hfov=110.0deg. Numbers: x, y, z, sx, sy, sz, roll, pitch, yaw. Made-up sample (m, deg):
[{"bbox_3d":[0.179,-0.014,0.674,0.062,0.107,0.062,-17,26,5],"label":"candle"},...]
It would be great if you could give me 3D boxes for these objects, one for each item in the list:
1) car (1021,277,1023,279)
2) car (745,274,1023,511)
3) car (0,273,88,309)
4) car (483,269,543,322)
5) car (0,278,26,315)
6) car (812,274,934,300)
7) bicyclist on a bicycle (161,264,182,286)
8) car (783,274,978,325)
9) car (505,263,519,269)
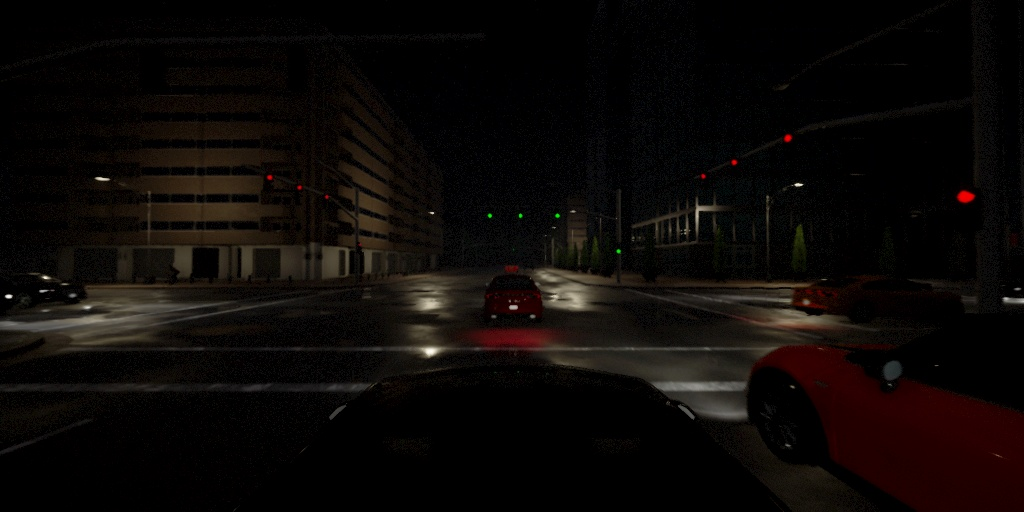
[{"bbox_3d":[29.464,1.610,19.486,4.181,1.385,1.994,0,-1,0],"label":"car"},{"bbox_3d":[3.638,1.108,2.134,2.097,1.767,4.553,0,-1,1],"label":"car"},{"bbox_3d":[-21.973,1.492,15.963,4.902,1.511,2.128,0,-1,0],"label":"car"},{"bbox_3d":[0.019,1.409,13.160,1.882,1.535,5.008,0,-1,-1],"label":"car"},{"bbox_3d":[-20.613,1.554,12.457,4.718,1.301,1.895,0,-1,0],"label":"car"},{"bbox_3d":[19.511,1.648,19.522,4.718,1.301,1.895,0,-1,0],"label":"car"},{"bbox_3d":[-25.551,1.451,26.959,0.582,1.620,1.656,0,-1,0],"label":"bicyclist on a bicycle"},{"bbox_3d":[12.537,1.429,12.414,5.008,1.535,1.882,0,-2,-3],"label":"car"},{"bbox_3d":[-0.032,1.862,57.521,2.097,1.767,4.553,0,-1,1],"label":"car"}]
